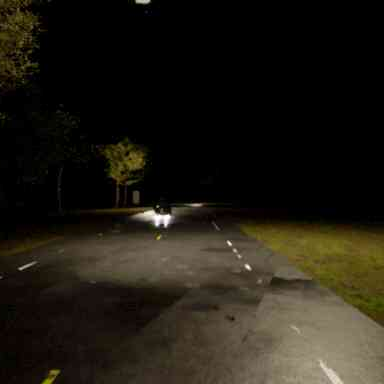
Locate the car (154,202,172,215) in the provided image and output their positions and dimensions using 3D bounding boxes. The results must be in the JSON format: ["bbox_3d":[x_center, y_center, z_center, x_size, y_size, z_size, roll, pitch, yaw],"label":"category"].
[{"bbox_3d":[-3.588,2.048,41.708,2.128,1.511,4.902,0,-1,0],"label":"car"}]
